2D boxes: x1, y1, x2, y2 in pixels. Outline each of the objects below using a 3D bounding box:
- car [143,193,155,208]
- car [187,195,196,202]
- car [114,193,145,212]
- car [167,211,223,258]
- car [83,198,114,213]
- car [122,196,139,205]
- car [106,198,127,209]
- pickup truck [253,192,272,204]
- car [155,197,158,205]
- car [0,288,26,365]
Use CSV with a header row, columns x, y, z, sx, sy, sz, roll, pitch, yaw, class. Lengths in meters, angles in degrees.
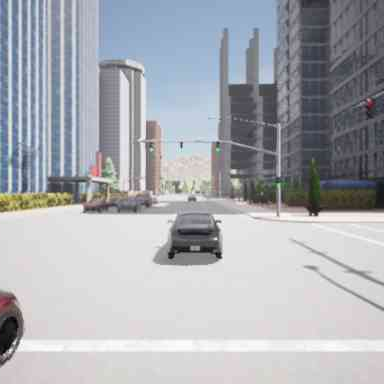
x,y,z,sx,sy,sz,roll,pitch,yaw,class
-7.062,1.200,47.709,2.150,2.045,5.566,0,0,1,car
0.015,1.489,75.205,1.812,1.442,4.674,0,0,0,car
-7.076,1.335,37.869,2.097,1.767,4.553,0,0,0,car
0.103,1.499,12.745,1.837,1.490,4.892,0,0,0,car
-10.576,1.461,37.061,1.882,1.535,5.008,0,0,0,car
-10.489,1.466,57.206,2.128,1.511,4.902,0,0,0,car
-10.564,1.543,47.046,1.994,1.385,4.181,0,0,0,car
13.133,1.030,60.980,2.390,2.098,6.274,0,0,31,pickup truck
-6.988,1.499,58.057,1.812,1.442,4.674,0,0,0,car
-3.405,1.563,3.137,1.994,1.385,4.181,0,0,0,car
